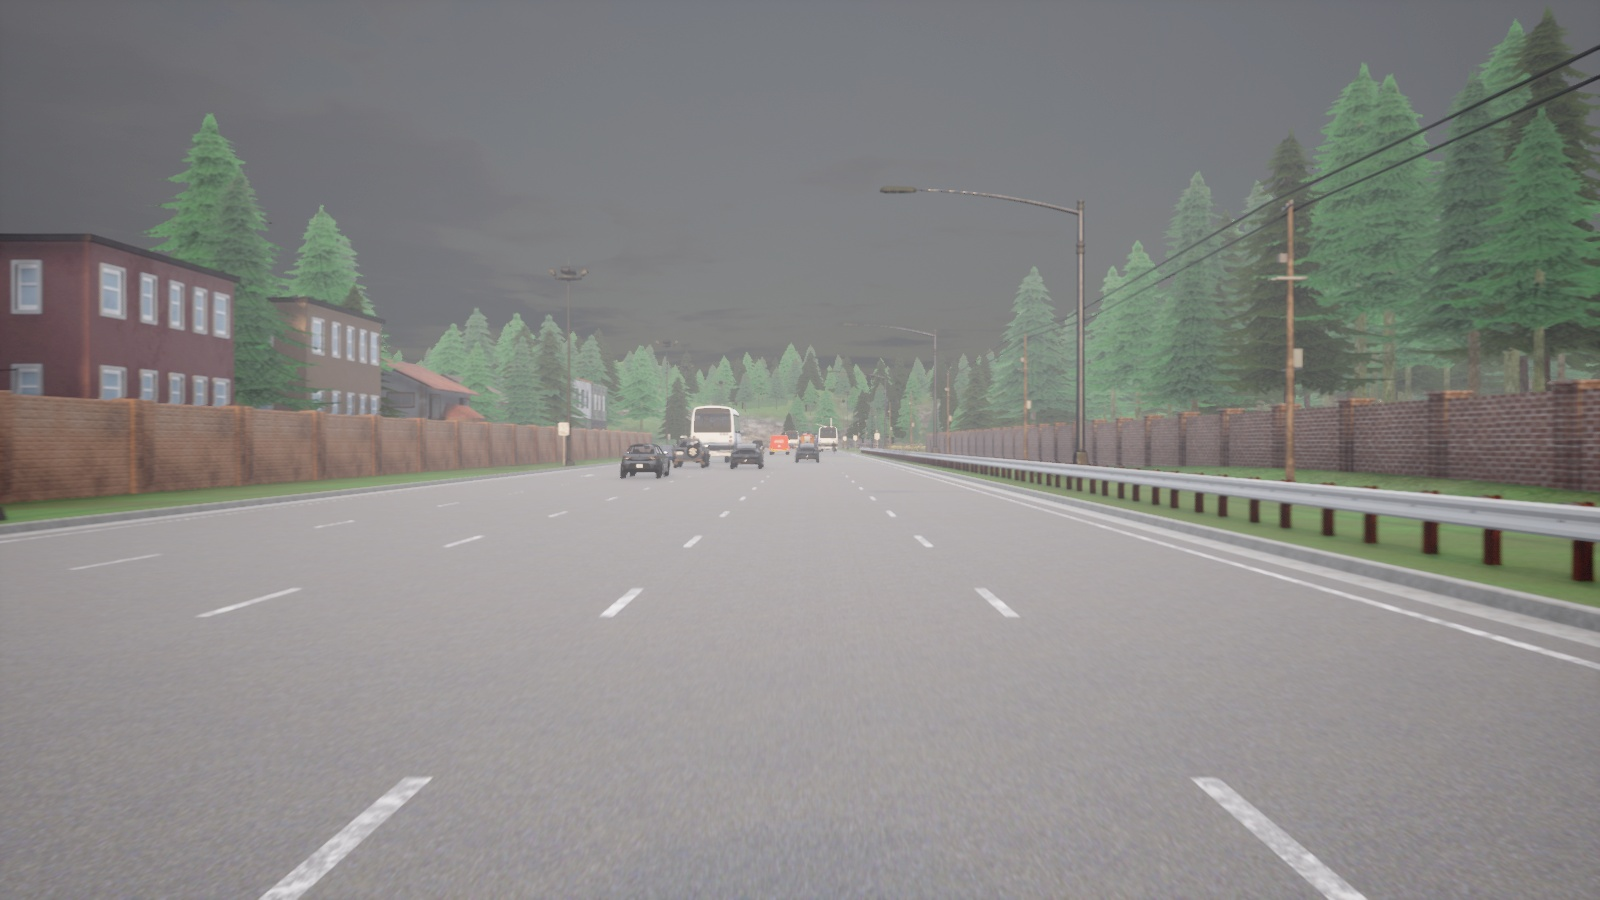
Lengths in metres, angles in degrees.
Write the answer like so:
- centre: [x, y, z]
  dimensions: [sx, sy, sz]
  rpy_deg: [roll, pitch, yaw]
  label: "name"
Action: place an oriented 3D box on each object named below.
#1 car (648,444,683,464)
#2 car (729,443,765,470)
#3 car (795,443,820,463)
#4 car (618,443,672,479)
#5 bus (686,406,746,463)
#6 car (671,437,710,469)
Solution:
- centre: [-9.955, 0.265, 93.381]
  dimensions: [2.033, 1.411, 5.357]
  rpy_deg: [0, 0, 0]
  label: "car"
- centre: [-3.069, 0.341, 73.253]
  dimensions: [1.837, 1.490, 4.892]
  rpy_deg: [0, 0, 0]
  label: "car"
- centre: [0.562, 0.216, 96.337]
  dimensions: [1.837, 1.490, 4.892]
  rpy_deg: [0, 0, 0]
  label: "car"
- centre: [-6.676, 0.451, 54.381]
  dimensions: [1.816, 1.474, 4.193]
  rpy_deg: [0, 0, 0]
  label: "car"
- centre: [-6.429, -1.180, 97.731]
  dimensions: [3.944, 4.253, 10.273]
  rpy_deg: [0, 0, 0]
  label: "bus"
- centre: [-6.553, 0.138, 75.689]
  dimensions: [1.932, 1.855, 4.605]
  rpy_deg: [0, 1, 0]
  label: "car"
